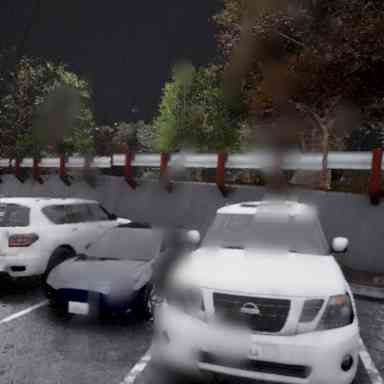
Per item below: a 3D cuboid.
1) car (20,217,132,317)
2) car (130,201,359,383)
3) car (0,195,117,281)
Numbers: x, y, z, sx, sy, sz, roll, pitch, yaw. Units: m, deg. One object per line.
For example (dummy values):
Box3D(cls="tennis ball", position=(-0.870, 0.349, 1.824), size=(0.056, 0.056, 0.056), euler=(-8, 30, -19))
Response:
Box3D(cls="car", position=(-1.172, 1.484, 7.658), size=(2.163, 1.488, 4.792), euler=(1, 0, 16))
Box3D(cls="car", position=(1.293, 1.221, 5.904), size=(2.435, 2.045, 5.566), euler=(1, 0, 16))
Box3D(cls="car", position=(-3.611, 1.186, 9.477), size=(2.435, 2.045, 5.566), euler=(0, -1, 15))
